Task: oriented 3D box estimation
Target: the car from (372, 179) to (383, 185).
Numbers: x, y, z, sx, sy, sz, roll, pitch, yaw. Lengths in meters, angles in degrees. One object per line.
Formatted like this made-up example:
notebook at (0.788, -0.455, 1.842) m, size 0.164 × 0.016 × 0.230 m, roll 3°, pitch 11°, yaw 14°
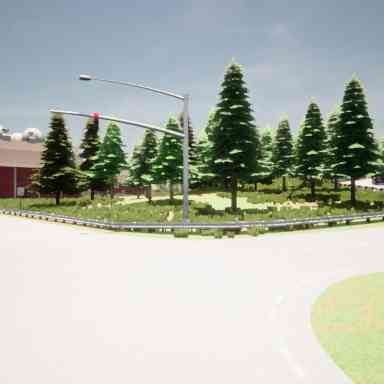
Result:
car at (29.087, -1.912, 51.437) m, size 1.837 × 1.490 × 4.892 m, roll 0°, pitch 5°, yaw 21°
